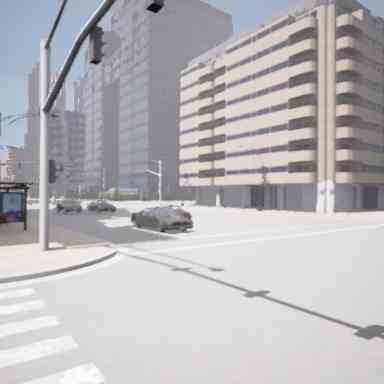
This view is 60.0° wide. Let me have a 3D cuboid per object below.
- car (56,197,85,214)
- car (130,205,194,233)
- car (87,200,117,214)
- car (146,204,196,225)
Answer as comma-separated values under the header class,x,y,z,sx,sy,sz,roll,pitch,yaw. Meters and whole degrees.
class,x,y,z,sx,sy,sz,roll,pitch,yaw
car,-13.622,1.626,36.853,1.837,1.490,4.892,0,-1,-36
car,-2.055,1.666,20.978,2.033,1.411,5.357,0,0,-35
car,-10.539,1.688,38.562,2.033,1.411,5.357,0,0,-36
car,-1.752,1.704,26.533,1.994,1.385,4.181,0,0,-36
